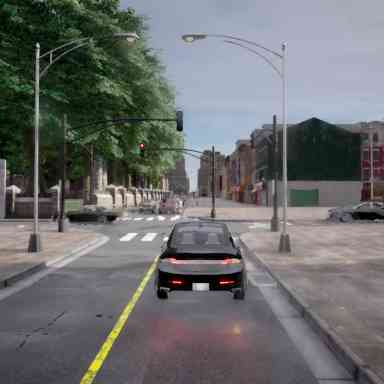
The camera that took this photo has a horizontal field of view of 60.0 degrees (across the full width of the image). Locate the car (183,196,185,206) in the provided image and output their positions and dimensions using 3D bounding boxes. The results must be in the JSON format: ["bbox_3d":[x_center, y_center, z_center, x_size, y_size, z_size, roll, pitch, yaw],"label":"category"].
[{"bbox_3d":[-2.275,1.574,45.025,1.812,1.442,4.674,0,0,0],"label":"car"}]

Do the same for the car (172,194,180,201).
[{"bbox_3d":[-4.472,1.556,93.619,2.192,1.841,5.009,1,0,0],"label":"car"}]

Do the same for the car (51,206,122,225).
[{"bbox_3d":[-7.561,1.664,24.032,4.718,1.301,1.895,0,-1,1],"label":"car"}]

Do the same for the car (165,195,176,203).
[{"bbox_3d":[-4.624,1.570,71.817,1.967,1.590,4.097,1,0,0],"label":"car"}]

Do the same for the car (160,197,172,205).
[{"bbox_3d":[-4.701,1.671,60.916,1.802,1.307,4.206,1,0,0],"label":"car"}]

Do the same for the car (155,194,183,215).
[{"bbox_3d":[-2.310,1.383,34.750,2.097,1.767,4.553,0,0,-1],"label":"car"}]

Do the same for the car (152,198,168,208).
[{"bbox_3d":[-4.776,1.625,50.016,1.947,1.339,4.313,1,0,0],"label":"car"}]

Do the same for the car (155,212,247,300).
[{"bbox_3d":[0.213,1.496,8.419,2.128,1.511,4.902,0,0,1],"label":"car"}]

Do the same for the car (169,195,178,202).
[{"bbox_3d":[-4.549,1.621,82.717,1.967,1.590,4.097,1,0,0],"label":"car"}]

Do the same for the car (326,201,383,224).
[{"bbox_3d":[12.222,1.434,23.841,4.902,1.511,2.128,-1,-1,1],"label":"car"}]

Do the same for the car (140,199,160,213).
[{"bbox_3d":[-4.900,1.564,39.405,1.752,1.417,4.829,1,0,0],"label":"car"}]

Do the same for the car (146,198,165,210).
[{"bbox_3d":[-4.813,1.598,44.566,2.008,1.369,4.403,1,0,0],"label":"car"}]

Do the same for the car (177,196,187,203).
[{"bbox_3d":[-2.010,1.544,70.822,1.994,1.385,4.181,0,0,0],"label":"car"}]

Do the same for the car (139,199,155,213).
[{"bbox_3d":[-4.889,1.586,37.431,2.008,1.369,4.403,1,0,0],"label":"car"}]

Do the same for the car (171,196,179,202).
[{"bbox_3d":[-4.514,1.734,87.997,1.752,1.417,4.829,1,0,0],"label":"car"}]

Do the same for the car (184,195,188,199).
[{"bbox_3d":[-2.202,1.563,55.370,2.128,1.511,4.902,0,0,1],"label":"car"}]

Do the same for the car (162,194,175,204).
[{"bbox_3d":[-4.658,1.423,66.367,2.192,1.841,5.009,1,0,0],"label":"car"}]
